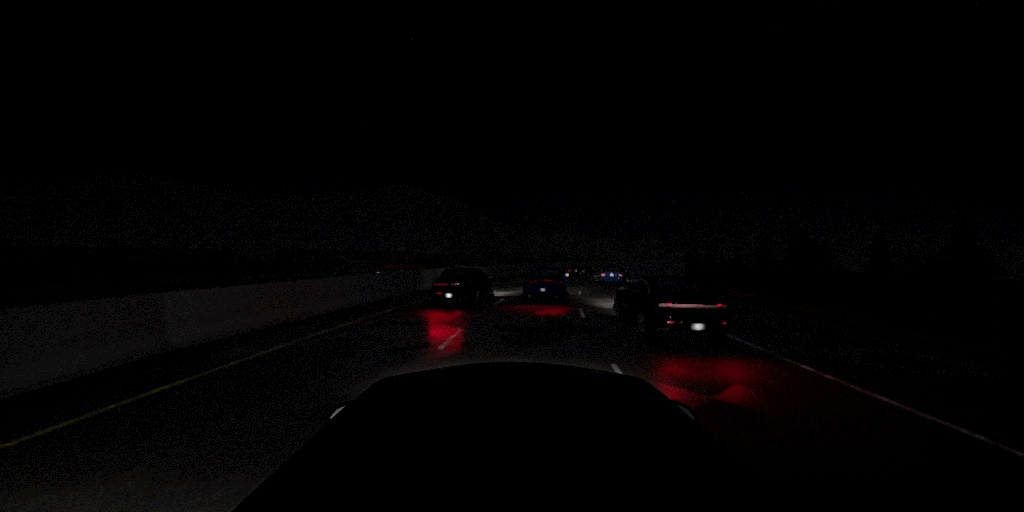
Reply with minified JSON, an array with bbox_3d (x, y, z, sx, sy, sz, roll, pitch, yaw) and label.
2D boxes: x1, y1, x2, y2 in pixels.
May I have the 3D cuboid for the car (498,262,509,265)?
[{"bbox_3d":[-1.669,1.446,50.297,1.895,1.301,4.718,0,0,28],"label":"car"}]

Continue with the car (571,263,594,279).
[{"bbox_3d":[6.825,1.417,35.144,2.033,1.411,5.357,0,0,22],"label":"car"}]

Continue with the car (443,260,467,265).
[{"bbox_3d":[-7.426,1.305,46.552,1.837,1.490,4.892,0,-1,25],"label":"car"}]

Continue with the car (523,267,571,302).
[{"bbox_3d":[1.732,1.274,17.570,1.882,1.535,5.008,0,0,10],"label":"car"}]

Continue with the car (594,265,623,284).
[{"bbox_3d":[7.867,1.408,27.835,2.033,1.411,5.357,0,0,18],"label":"car"}]

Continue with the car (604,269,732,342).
[{"bbox_3d":[4.151,1.288,9.983,2.128,1.511,4.902,0,0,5],"label":"car"}]

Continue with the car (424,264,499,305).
[{"bbox_3d":[-2.060,1.273,16.166,1.837,1.490,4.892,0,0,9],"label":"car"}]

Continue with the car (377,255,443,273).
[{"bbox_3d":[-7.394,0.973,25.873,2.150,2.045,5.566,0,0,15],"label":"car"}]
